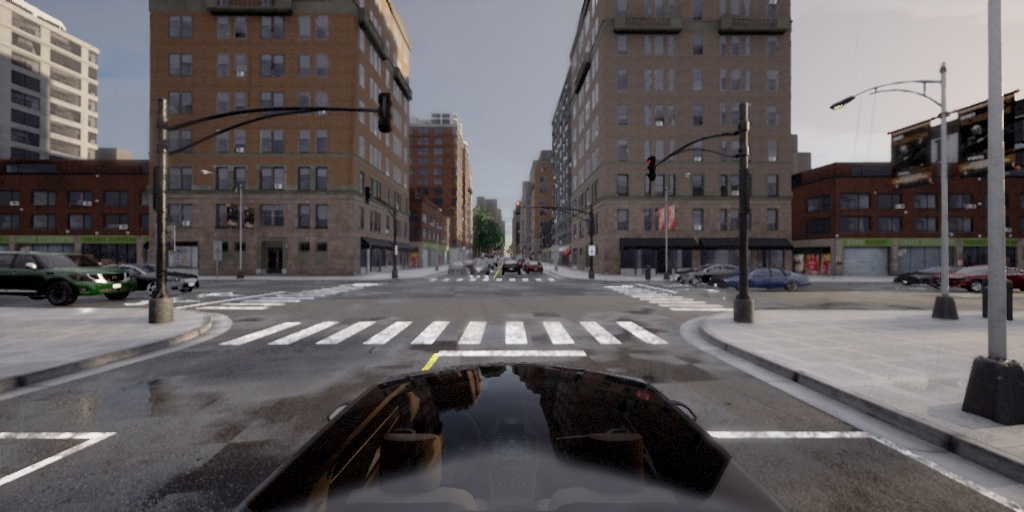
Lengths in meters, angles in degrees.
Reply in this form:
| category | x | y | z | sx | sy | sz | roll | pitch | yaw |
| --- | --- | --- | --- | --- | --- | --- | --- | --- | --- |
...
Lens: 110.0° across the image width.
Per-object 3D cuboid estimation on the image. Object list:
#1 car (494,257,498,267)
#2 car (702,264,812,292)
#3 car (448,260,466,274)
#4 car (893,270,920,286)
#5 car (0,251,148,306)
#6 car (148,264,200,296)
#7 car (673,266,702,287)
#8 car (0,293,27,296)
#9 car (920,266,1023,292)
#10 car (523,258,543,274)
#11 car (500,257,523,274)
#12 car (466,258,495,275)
| category | x | y | z | sx | sy | sz | roll | pitch | yaw |
| --- | --- | --- | --- | --- | --- | --- | --- | --- | --- |
| car | -3.377 | 1.222 | 49.957 | 2.033 | 1.411 | 5.357 | 0 | 0 | 0 |
| car | 14.603 | 1.332 | 21.236 | 5.357 | 1.411 | 2.033 | 0 | 0 | -4 |
| car | -6.050 | 1.232 | 39.896 | 2.007 | 1.370 | 4.403 | 0 | 0 | -1 |
| car | 29.600 | 1.416 | 24.571 | 5.357 | 1.411 | 2.033 | 0 | 0 | 0 |
| car | -18.469 | 0.827 | 14.266 | 5.566 | 2.045 | 2.150 | 0 | 0 | 0 |
| car | -18.119 | 1.116 | 17.513 | 4.902 | 1.511 | 2.128 | 0 | 0 | -1 |
| car | 13.650 | 1.289 | 24.473 | 4.902 | 1.511 | 2.128 | 0 | 0 | 0 |
| car | -5.855 | 1.190 | 1.535 | 1.967 | 1.591 | 4.097 | 0 | 0 | 0 |
| car | 27.983 | 1.321 | 21.308 | 5.008 | 1.535 | 1.882 | 0 | 0 | 0 |
| car | 2.475 | 1.227 | 39.986 | 1.888 | 1.381 | 4.507 | 0 | 0 | -1 |
| car | -0.085 | 1.160 | 39.176 | 1.882 | 1.535 | 5.008 | 0 | 0 | -1 |
| car | -3.255 | 1.176 | 37.638 | 2.128 | 1.511 | 4.902 | 0 | 0 | 0 |
